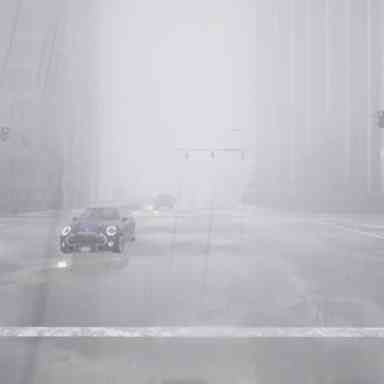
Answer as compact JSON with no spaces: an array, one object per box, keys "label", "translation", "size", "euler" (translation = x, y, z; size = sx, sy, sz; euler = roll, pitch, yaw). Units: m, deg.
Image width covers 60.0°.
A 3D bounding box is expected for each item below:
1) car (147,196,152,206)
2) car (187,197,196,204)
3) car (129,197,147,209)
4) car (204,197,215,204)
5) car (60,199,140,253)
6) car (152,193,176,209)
[{"label":"car","translation":[-7.149,1.488,54.660],"size":[2.128,1.511,4.902],"euler":[0,0,0]},{"label":"car","translation":[-0.088,1.601,65.584],"size":[1.895,1.301,4.718],"euler":[0,0,0]},{"label":"car","translation":[-7.154,1.478,41.294],"size":[1.882,1.535,5.008],"euler":[0,0,0]},{"label":"car","translation":[3.413,1.601,65.049],"size":[1.895,1.301,4.718],"euler":[0,0,0]},{"label":"car","translation":[-3.618,1.352,13.543],"size":[2.097,1.767,4.553],"euler":[0,0,0]},{"label":"car","translation":[-3.658,1.221,44.389],"size":[2.150,2.045,5.566],"euler":[0,0,0]}]
